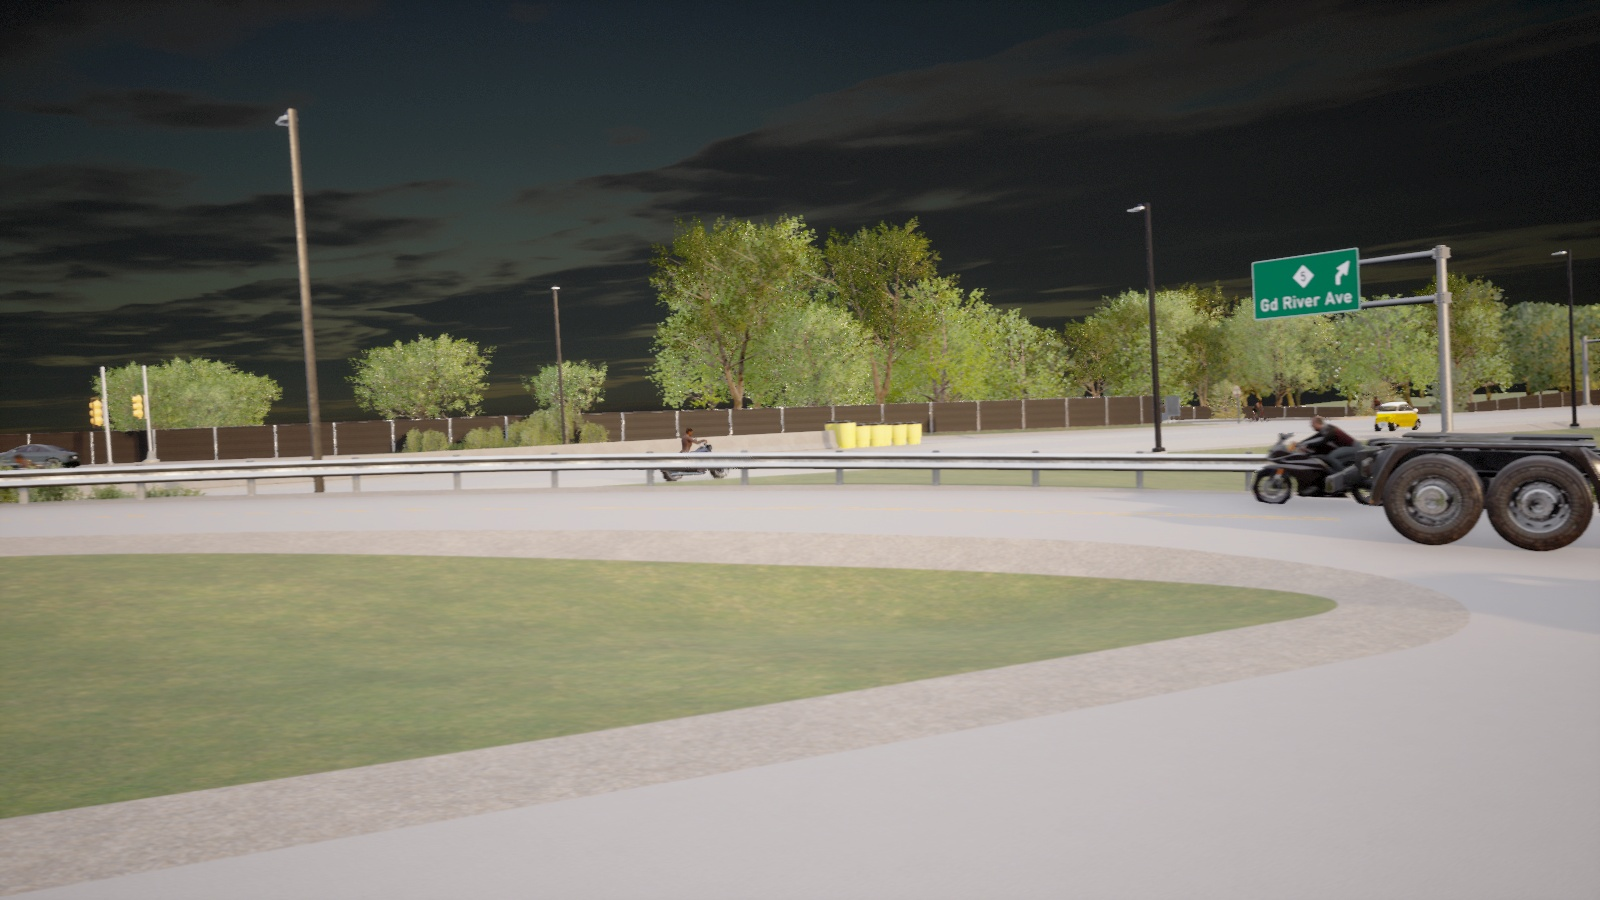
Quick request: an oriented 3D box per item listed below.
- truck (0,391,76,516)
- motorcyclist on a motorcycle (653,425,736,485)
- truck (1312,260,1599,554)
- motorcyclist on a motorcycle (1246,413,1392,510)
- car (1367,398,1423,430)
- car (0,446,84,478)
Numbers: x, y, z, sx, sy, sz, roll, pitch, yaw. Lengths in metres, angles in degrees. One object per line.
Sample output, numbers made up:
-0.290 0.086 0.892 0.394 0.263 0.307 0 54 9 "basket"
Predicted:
-25.082 0.221 35.181 7.936 3.462 2.891 -3 2 -35 "truck"
-3.138 0.138 37.604 2.350 1.649 0.766 -3 2 -35 "motorcyclist on a motorcycle"
10.859 -0.568 15.599 7.936 3.462 2.891 1 4 31 "truck"
8.593 0.174 20.895 2.191 1.530 0.866 0 4 19 "motorcyclist on a motorcycle"
28.054 -1.694 59.208 2.207 1.376 1.481 -4 2 -35 "car"
-37.850 0.576 61.631 4.181 1.385 1.994 -2 2 -8 "car"
